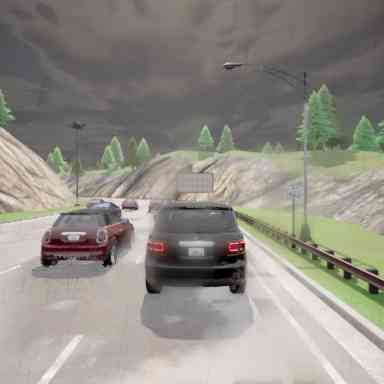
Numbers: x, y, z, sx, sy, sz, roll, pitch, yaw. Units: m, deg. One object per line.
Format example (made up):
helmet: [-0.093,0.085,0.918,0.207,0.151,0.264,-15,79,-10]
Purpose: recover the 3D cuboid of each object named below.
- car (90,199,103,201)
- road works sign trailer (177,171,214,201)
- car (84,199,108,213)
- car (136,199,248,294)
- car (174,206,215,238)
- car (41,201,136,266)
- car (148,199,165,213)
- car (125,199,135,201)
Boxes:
car: [-6.945,1.526,26.762,1.812,1.442,4.674,0,0,-1]
road works sign trailer: [0.199,0.464,21.656,2.380,3.560,2.880,0,0,0]
car: [-10.990,1.526,38.382,1.812,1.442,4.674,0,0,-5]
car: [0.092,1.221,8.944,2.150,2.045,5.566,0,0,0]
car: [0.107,1.557,18.159,1.994,1.385,4.181,0,0,0]
car: [-3.408,1.351,11.702,2.097,1.767,4.553,0,0,0]
car: [-3.956,1.525,38.065,1.812,1.442,4.674,0,0,-5]
car: [-7.887,1.564,42.196,1.994,1.385,4.181,0,0,-7]
